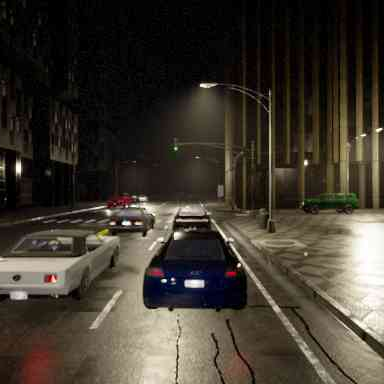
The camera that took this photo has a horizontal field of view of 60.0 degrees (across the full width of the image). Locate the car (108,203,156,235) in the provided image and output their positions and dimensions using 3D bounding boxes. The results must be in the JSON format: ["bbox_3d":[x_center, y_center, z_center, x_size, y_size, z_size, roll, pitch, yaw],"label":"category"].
[{"bbox_3d":[-3.153,1.531,18.256,2.033,1.411,5.357,0,0,0],"label":"car"}]

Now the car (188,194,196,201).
[{"bbox_3d":[-0.004,1.342,74.999,2.033,1.411,5.357,0,0,0],"label":"car"}]

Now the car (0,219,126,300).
[{"bbox_3d":[-3.147,1.597,8.297,1.895,1.301,4.718,0,0,0],"label":"car"}]

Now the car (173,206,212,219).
[{"bbox_3d":[0.007,1.478,17.314,2.128,1.511,4.902,0,0,0],"label":"car"}]

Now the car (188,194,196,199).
[{"bbox_3d":[-0.004,1.199,85.450,1.895,1.301,4.718,0,0,0],"label":"car"}]

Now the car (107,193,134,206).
[{"bbox_3d":[-9.852,1.142,45.119,2.150,2.045,5.566,0,0,0],"label":"car"}]

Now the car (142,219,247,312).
[{"bbox_3d":[0.086,1.561,7.797,1.994,1.385,4.181,0,0,1],"label":"car"}]

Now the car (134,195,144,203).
[{"bbox_3d":[-9.842,1.376,55.192,2.128,1.511,4.902,0,0,0],"label":"car"}]

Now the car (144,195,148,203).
[{"bbox_3d":[-9.789,1.372,65.309,1.812,1.442,4.674,0,0,1],"label":"car"}]

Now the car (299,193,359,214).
[{"bbox_3d":[13.566,1.113,32.990,5.566,2.045,2.150,0,0,2],"label":"car"}]

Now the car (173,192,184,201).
[{"bbox_3d":[-3.254,1.302,74.999,1.837,1.490,4.892,0,0,0],"label":"car"}]
